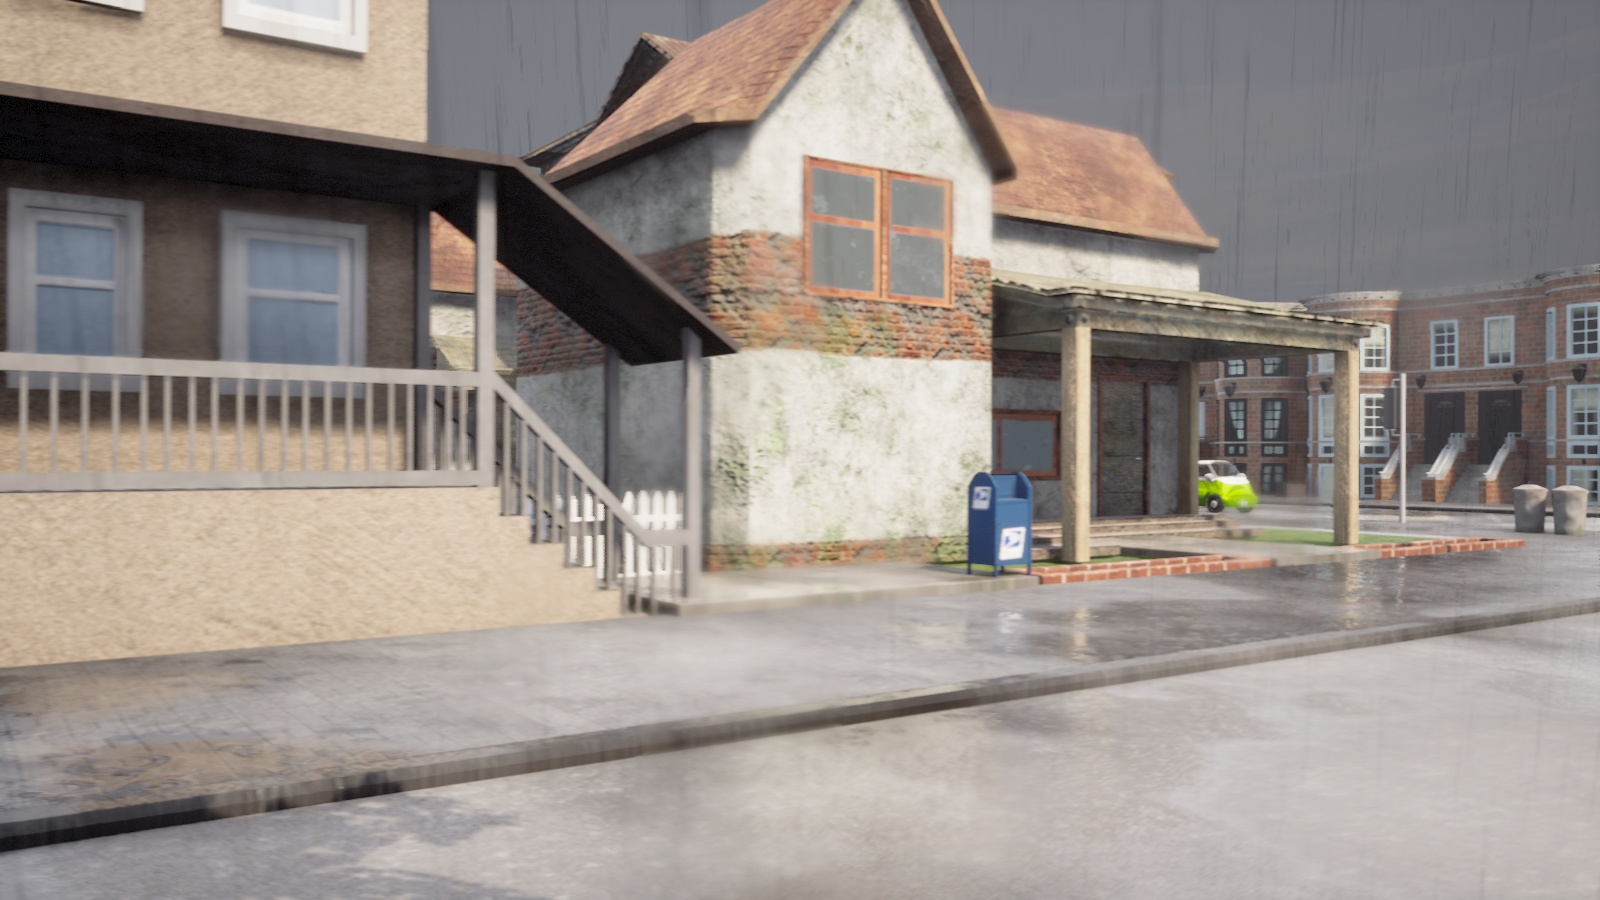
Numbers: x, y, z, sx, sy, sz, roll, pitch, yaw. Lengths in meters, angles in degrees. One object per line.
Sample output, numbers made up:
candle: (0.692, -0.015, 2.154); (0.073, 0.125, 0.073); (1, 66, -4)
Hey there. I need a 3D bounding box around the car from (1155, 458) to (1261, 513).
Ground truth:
car: (10.681, 0.903, 32.930); (1.481, 1.376, 2.207); (0, -1, -35)
